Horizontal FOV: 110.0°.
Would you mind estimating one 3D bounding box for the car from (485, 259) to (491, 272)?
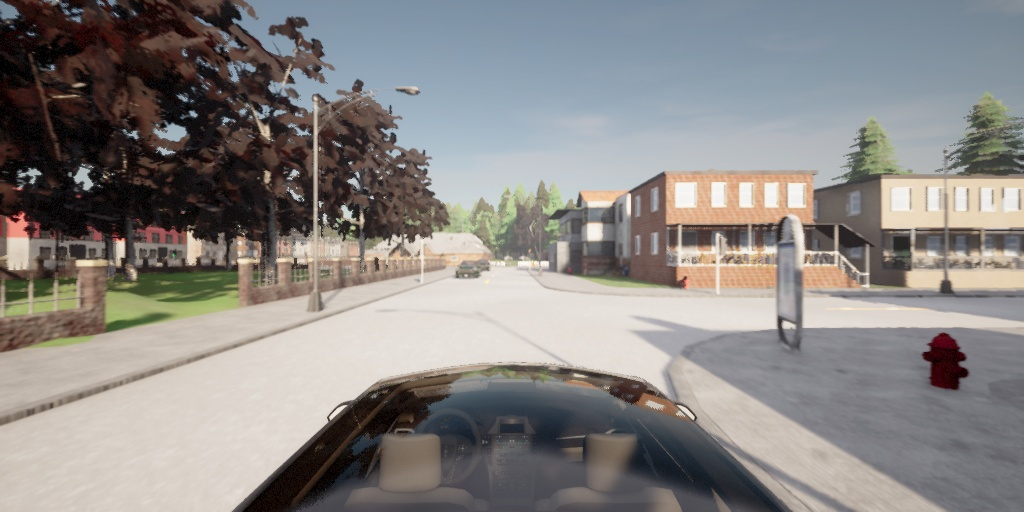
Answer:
[{"bbox_3d":[-4.020,1.200,48.490,2.097,1.767,4.553,0,0,0],"label":"car"}]

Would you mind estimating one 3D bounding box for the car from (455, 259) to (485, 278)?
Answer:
[{"bbox_3d":[-4.074,1.171,34.222,2.097,1.767,4.553,0,0,0],"label":"car"}]
